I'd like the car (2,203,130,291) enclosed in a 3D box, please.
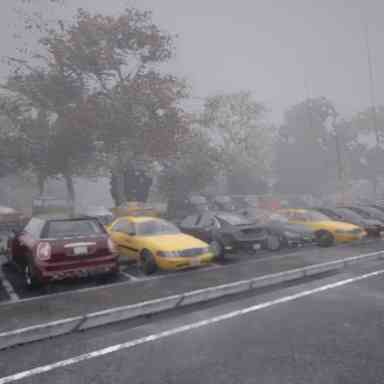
[{"bbox_3d":[-3.812,1.365,9.453,2.185,1.767,4.553,0,0,-35],"label":"car"}]

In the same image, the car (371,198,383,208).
[{"bbox_3d":[29.308,1.700,49.103,2.002,1.452,4.674,1,0,-35],"label":"car"}]

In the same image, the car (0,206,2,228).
[{"bbox_3d":[-11.312,1.530,20.204,2.002,1.452,4.674,0,0,-35],"label":"car"}]

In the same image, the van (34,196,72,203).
[{"bbox_3d":[-9.227,1.265,21.834,1.878,1.987,4.442,0,0,-35],"label":"van"}]

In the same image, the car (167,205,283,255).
[{"bbox_3d":[0.698,1.493,12.692,2.231,1.521,4.892,0,0,-35],"label":"car"}]

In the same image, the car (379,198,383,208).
[{"bbox_3d":[31.581,1.714,50.687,2.163,1.488,4.792,1,0,-35],"label":"car"}]

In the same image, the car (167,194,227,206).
[{"bbox_3d":[-0.011,1.242,28.213,2.435,2.045,5.566,0,0,-35],"label":"car"}]

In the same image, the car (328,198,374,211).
[{"bbox_3d":[20.296,1.590,42.660,2.163,1.488,4.792,1,0,-35],"label":"car"}]

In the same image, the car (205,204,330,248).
[{"bbox_3d":[2.953,1.494,14.311,2.231,1.521,4.892,0,0,-35],"label":"car"}]

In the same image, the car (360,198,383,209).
[{"bbox_3d":[27.157,1.632,47.348,1.946,1.575,5.366,1,0,-35],"label":"car"}]

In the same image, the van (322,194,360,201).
[{"bbox_3d":[17.855,1.311,41.102,1.878,1.987,4.442,0,0,-35],"label":"van"}]

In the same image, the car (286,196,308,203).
[{"bbox_3d":[8.998,1.496,34.663,2.097,1.535,5.008,0,0,-35],"label":"car"}]

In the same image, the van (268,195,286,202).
[{"bbox_3d":[6.676,1.269,33.148,1.878,1.987,4.442,0,0,-35],"label":"van"}]

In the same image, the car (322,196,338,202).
[{"bbox_3d":[13.496,1.536,37.893,2.163,1.488,4.792,0,0,-35],"label":"car"}]

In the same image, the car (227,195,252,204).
[{"bbox_3d":[2.246,1.243,29.819,2.435,2.045,5.566,0,0,-35],"label":"car"}]

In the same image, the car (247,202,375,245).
[{"bbox_3d":[5.326,1.491,15.764,1.946,1.575,5.366,0,0,-35],"label":"car"}]

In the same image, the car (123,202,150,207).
[{"bbox_3d":[-4.540,1.492,25.019,2.097,1.535,5.008,0,0,-35],"label":"car"}]

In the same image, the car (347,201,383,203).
[{"bbox_3d":[12.022,1.525,20.720,2.163,1.488,4.792,0,0,-35],"label":"car"}]

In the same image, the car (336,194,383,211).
[{"bbox_3d":[22.521,1.334,44.313,2.435,2.045,5.566,1,0,-35],"label":"car"}]

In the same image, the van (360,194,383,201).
[{"bbox_3d":[14.199,1.270,22.448,1.878,1.987,4.442,0,0,-35],"label":"van"}]

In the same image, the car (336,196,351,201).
[{"bbox_3d":[15.647,1.548,39.422,2.163,1.488,4.792,1,0,-35],"label":"car"}]

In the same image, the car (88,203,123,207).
[{"bbox_3d":[-6.903,1.531,23.347,2.002,1.452,4.674,0,0,-35],"label":"car"}]

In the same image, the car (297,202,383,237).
[{"bbox_3d":[7.497,1.524,17.501,2.163,1.488,4.792,0,0,-35],"label":"car"}]

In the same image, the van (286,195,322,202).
[{"bbox_3d":[11.334,1.274,36.186,1.878,1.987,4.442,0,0,-36],"label":"van"}]

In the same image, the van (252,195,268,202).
[{"bbox_3d":[4.554,1.269,31.352,1.878,1.987,4.442,0,0,-35],"label":"van"}]

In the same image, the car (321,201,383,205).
[{"bbox_3d":[9.760,1.525,19.111,2.163,1.488,4.792,0,0,-35],"label":"car"}]

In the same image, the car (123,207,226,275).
[{"bbox_3d":[-1.460,1.489,10.936,1.946,1.575,5.366,0,0,-35],"label":"car"}]
